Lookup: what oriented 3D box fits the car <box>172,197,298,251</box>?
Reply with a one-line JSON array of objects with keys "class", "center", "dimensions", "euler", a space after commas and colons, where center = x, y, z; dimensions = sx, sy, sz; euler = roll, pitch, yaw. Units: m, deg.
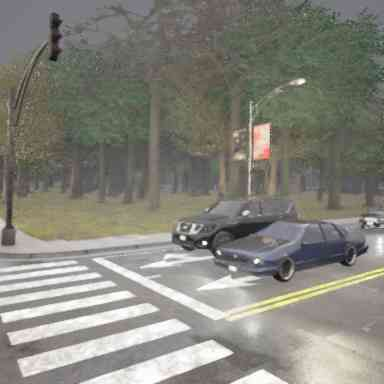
[{"class": "car", "center": [1.934, 1.224, 13.041], "dimensions": [5.566, 2.045, 2.150], "euler": [0, 0, -35]}]

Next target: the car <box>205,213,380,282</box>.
[{"class": "car", "center": [3.197, 1.549, 9.955], "dimensions": [5.357, 1.411, 2.033], "euler": [0, 0, -36]}]

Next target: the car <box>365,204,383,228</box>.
[{"class": "car", "center": [12.107, 1.504, 20.295], "dimensions": [4.902, 1.511, 2.128], "euler": [0, 0, -35]}]
